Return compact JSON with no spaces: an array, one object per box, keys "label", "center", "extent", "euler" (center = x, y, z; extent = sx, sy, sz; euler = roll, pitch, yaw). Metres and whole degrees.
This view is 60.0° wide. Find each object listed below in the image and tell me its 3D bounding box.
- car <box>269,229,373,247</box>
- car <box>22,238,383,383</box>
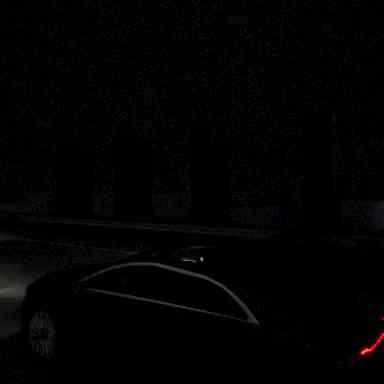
[{"label":"car","center":[2.102,1.475,6.833],"extent":[4.181,1.385,1.994],"euler":[0,1,35]},{"label":"car","center":[-0.229,1.449,4.240],"extent":[4.902,1.511,2.128],"euler":[0,0,34]}]
